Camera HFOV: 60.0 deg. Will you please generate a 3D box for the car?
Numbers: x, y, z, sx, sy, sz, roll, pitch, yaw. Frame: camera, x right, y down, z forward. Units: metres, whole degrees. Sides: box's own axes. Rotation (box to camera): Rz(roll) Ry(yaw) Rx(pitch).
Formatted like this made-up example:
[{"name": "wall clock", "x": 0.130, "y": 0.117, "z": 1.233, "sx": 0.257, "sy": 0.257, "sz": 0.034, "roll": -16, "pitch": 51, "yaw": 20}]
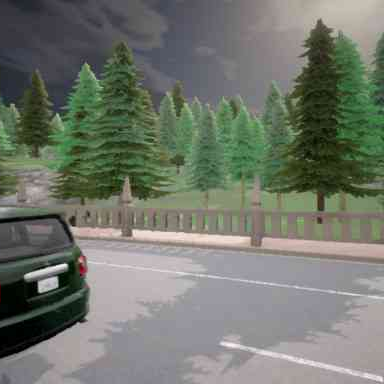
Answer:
[{"name": "car", "x": -4.210, "y": 1.223, "z": 5.214, "sx": 5.566, "sy": 2.045, "sz": 2.150, "roll": 0, "pitch": 0, "yaw": 25}]
